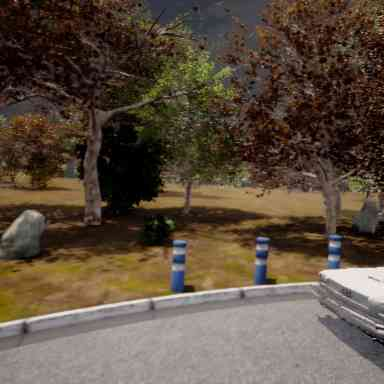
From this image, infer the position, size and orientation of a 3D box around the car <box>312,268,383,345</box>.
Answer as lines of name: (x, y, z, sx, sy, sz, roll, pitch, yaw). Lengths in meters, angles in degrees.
car: (4.453, 1.616, 5.233, 4.718, 1.301, 1.895, 1, 1, -8)
